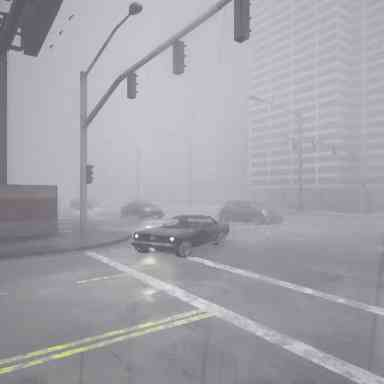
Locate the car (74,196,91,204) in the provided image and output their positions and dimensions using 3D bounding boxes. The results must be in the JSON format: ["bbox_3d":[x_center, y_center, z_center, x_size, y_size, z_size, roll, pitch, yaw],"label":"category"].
[{"bbox_3d":[-21.536,1.526,65.115,1.812,1.442,4.674,0,0,-35],"label":"car"}]

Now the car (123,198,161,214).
[{"bbox_3d":[-5.525,1.492,36.029,2.128,1.511,4.902,0,0,-35],"label":"car"}]

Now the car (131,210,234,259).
[{"bbox_3d":[-0.230,1.601,12.993,1.895,1.301,4.718,0,0,29],"label":"car"}]

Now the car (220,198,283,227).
[{"bbox_3d":[4.043,1.351,23.221,2.097,1.767,4.553,0,0,-41],"label":"car"}]

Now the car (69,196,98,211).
[{"bbox_3d":[-13.986,1.477,41.957,1.882,1.535,5.008,0,0,-35],"label":"car"}]

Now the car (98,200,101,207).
[{"bbox_3d":[-15.219,1.492,49.806,2.128,1.511,4.902,0,0,-35],"label":"car"}]

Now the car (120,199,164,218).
[{"bbox_3d":[-4.334,1.547,28.275,2.033,1.411,5.357,0,0,-35],"label":"car"}]

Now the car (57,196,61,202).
[{"bbox_3d":[-23.034,1.154,54.929,1.837,1.490,4.892,0,0,-35],"label":"car"}]
